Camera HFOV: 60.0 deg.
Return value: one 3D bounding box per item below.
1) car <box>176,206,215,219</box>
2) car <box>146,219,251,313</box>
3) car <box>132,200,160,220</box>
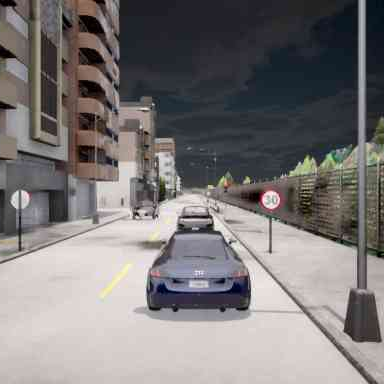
[{"bbox_3d":[0.184,1.491,17.690,2.128,1.511,4.902,0,0,1],"label":"car"},{"bbox_3d":[0.130,1.564,7.775,1.994,1.385,4.181,0,0,0],"label":"car"},{"bbox_3d":[-3.853,1.440,28.191,2.128,1.511,4.902,0,0,0],"label":"car"}]
